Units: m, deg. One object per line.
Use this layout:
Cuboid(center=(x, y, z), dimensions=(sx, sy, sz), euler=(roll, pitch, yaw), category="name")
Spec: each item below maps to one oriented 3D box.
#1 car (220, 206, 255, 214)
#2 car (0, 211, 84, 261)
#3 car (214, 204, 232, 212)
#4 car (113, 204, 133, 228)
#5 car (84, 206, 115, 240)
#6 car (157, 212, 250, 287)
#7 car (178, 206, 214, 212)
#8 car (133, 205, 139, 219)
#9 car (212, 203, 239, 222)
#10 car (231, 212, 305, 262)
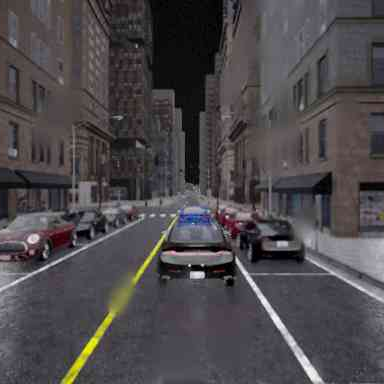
Cuboid(center=(2.780, 1.655, 17.738), dimensions=(1.887, 1.381, 4.507), euler=(-1, 0, 0), category="car")
Cuboid(center=(-5.755, 1.516, 12.248), dimensions=(1.967, 1.590, 4.097), euler=(-1, 0, 0), category="car")
Cuboid(center=(2.790, 1.689, 23.243), dimensions=(1.887, 1.381, 4.507), euler=(-1, 0, 0), category="car")
Cuboid(center=(-5.735, 1.695, 23.258), dimensions=(2.008, 1.369, 4.403), euler=(-1, 0, 0), category="car")
Cuboid(center=(-5.744, 1.676, 17.753), dimensions=(1.947, 1.339, 4.313), euler=(-1, 0, 0), category="car")
Cuboid(center=(0.115, 1.551, 9.471), dimensions=(2.128, 1.511, 4.902), euler=(0, 0, 0), category="car")
Cuboid(center=(0.131, 1.608, 21.099), dimensions=(1.882, 1.535, 5.008), euler=(0, 0, 0), category="car")
Cuboid(center=(-5.726, 1.724, 28.763), dimensions=(1.887, 1.381, 4.507), euler=(-1, 0, 0), category="car")
Cuboid(center=(2.799, 1.724, 28.749), dimensions=(1.887, 1.381, 4.507), euler=(-1, 0, 0), category="car")
Cuboid(center=(2.771, 1.642, 12.233), dimensions=(1.947, 1.339, 4.313), euler=(-1, 0, 0), category="car")
